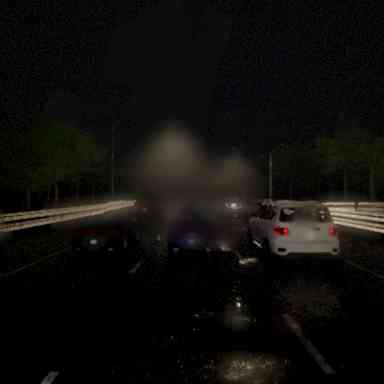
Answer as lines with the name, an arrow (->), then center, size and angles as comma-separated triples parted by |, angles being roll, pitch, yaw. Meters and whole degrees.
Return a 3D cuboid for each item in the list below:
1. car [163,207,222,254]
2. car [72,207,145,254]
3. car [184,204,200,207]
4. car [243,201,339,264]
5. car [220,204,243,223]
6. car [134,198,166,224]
car -> 0.034, 1.627, 14.238 | 1.882, 1.535, 5.008 | 0, 0, 0
car -> -3.466, 1.627, 14.250 | 1.882, 1.535, 5.008 | 0, 0, 0
car -> 0.035, 1.797, 28.504 | 1.837, 1.490, 4.892 | 0, 0, 0
car -> 3.518, 1.357, 12.579 | 2.150, 2.045, 5.566 | 0, 0, 0
car -> 3.535, 1.783, 28.502 | 2.128, 1.511, 4.902 | 0, 0, 0
car -> -3.474, 1.507, 27.583 | 2.150, 2.045, 5.566 | 0, 0, 0
